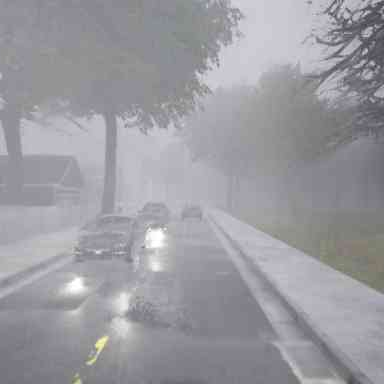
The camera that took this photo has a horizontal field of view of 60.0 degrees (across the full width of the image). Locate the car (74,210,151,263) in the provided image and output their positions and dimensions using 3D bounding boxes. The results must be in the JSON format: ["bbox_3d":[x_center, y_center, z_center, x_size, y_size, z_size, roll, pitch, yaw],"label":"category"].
[{"bbox_3d":[-2.852,1.613,12.491,1.837,1.490,4.892,0,-1,0],"label":"car"}]

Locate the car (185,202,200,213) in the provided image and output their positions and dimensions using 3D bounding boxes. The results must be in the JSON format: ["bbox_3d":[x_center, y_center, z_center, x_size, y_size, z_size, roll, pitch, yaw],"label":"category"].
[{"bbox_3d":[0.028,2.098,44.552,1.895,1.301,4.718,0,-1,1],"label":"car"}]

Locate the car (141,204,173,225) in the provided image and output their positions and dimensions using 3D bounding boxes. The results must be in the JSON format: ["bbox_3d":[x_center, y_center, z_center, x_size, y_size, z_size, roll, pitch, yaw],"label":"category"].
[{"bbox_3d":[-2.823,1.793,27.793,2.128,1.511,4.902,0,0,0],"label":"car"}]

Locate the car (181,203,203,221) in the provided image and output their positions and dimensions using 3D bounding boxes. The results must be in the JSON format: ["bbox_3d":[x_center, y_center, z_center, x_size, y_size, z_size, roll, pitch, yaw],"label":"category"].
[{"bbox_3d":[-0.001,1.817,30.969,2.128,1.511,4.902,0,-1,0],"label":"car"}]

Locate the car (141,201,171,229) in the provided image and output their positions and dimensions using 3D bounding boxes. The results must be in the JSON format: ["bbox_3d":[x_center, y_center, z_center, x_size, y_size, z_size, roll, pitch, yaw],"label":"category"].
[{"bbox_3d":[-2.750,1.535,23.868,2.128,1.511,4.902,0,9,0],"label":"car"}]
